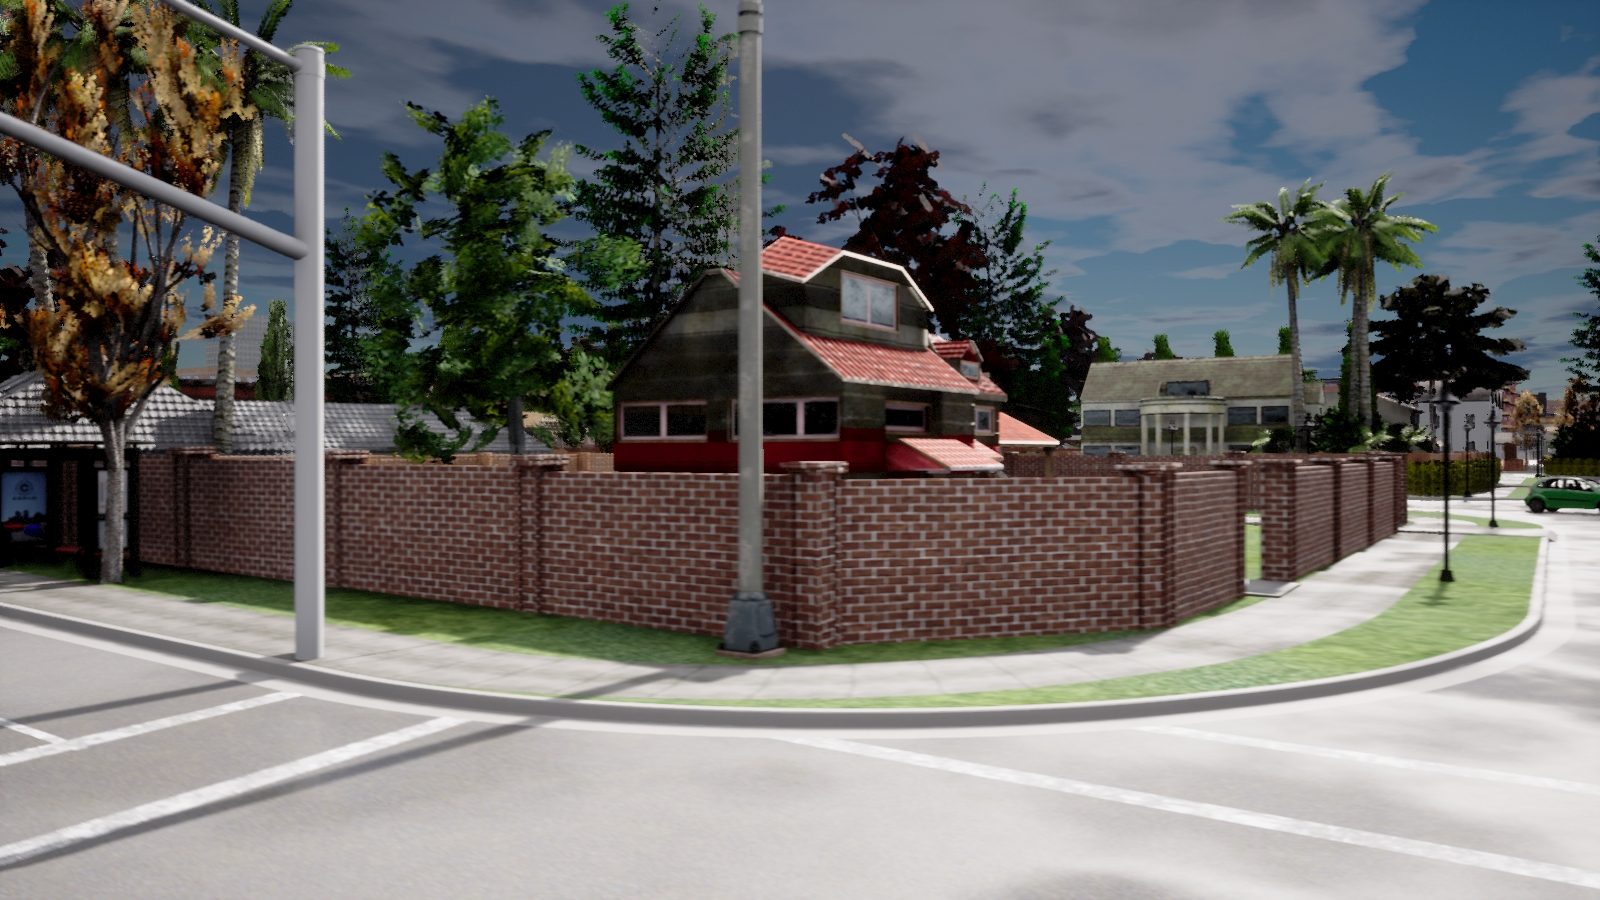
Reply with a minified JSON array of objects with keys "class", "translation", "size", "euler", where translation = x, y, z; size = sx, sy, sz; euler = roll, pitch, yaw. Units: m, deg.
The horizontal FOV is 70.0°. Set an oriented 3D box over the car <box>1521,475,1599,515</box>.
[{"class":"car","translation":[34.308,1.985,50.241],"size":[1.851,1.617,3.988],"euler":[0,0,-35]}]
